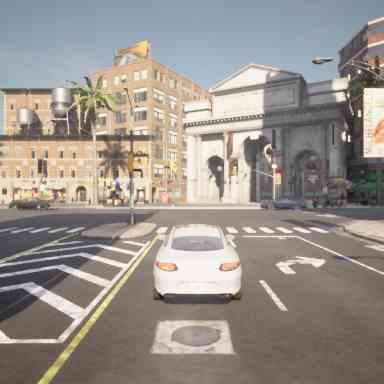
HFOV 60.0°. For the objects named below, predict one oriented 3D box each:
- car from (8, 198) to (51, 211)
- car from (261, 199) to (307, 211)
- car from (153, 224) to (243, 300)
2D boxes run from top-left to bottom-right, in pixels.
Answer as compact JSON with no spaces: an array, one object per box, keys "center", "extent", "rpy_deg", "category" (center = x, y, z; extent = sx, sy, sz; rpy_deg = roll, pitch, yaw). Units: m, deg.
[{"center":[-19.842,1.491,40.776],"extent":[4.902,1.511,2.128],"rpy_deg":[0,0,1],"category":"car"},{"center":[11.127,1.548,40.474],"extent":[5.357,1.411,2.033],"rpy_deg":[0,0,1],"category":"car"},{"center":[0.108,1.526,8.276],"extent":[1.812,1.442,4.674],"rpy_deg":[0,0,0],"category":"car"}]
